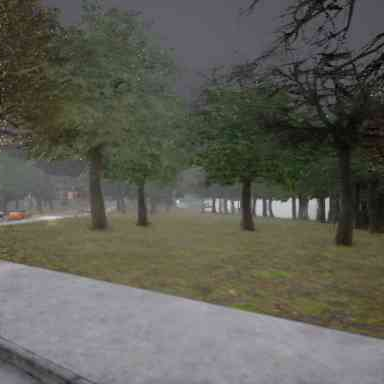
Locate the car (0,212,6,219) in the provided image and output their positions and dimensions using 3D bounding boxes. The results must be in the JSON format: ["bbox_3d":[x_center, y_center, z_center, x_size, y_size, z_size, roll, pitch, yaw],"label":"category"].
[{"bbox_3d":[-36.524,4.441,62.295,2.128,1.511,4.902,-1,-3,-10],"label":"car"}]

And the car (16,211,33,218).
[{"bbox_3d":[-39.106,5.253,77.606,2.033,1.411,5.357,-1,-3,-10],"label":"car"}]

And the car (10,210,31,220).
[{"bbox_3d":[-28.881,3.805,56.043,2.097,1.767,4.553,-1,-3,-10],"label":"car"}]
